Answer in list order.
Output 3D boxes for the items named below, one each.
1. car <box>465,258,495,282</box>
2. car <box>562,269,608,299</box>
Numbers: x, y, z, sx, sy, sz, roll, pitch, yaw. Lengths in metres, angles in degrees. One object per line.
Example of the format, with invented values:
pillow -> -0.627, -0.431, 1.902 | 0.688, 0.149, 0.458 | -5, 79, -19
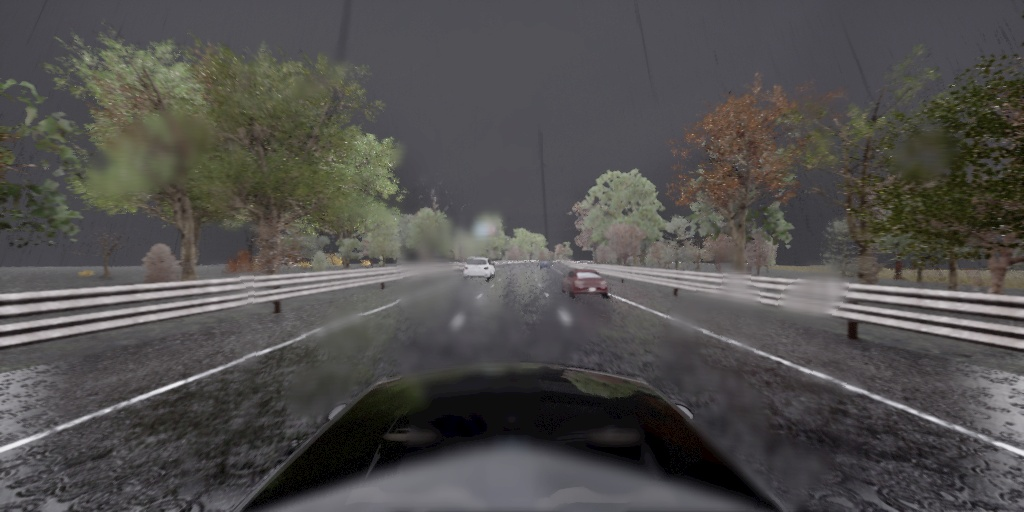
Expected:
car -> -2.830, 1.184, 32.257 | 2.150, 2.045, 5.566 | 0, 0, 2
car -> 3.784, 1.404, 18.953 | 1.812, 1.442, 4.674 | 0, 0, 1
